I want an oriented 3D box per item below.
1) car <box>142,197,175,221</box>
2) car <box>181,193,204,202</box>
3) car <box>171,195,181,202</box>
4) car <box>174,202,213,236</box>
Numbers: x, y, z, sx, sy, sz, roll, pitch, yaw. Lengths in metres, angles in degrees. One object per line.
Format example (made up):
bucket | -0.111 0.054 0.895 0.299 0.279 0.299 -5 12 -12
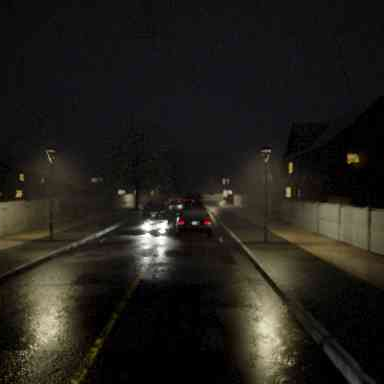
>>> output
car | -2.723 1.386 25.905 2.128 1.511 4.902 0 0 0
car | 0.141 1.073 38.154 2.150 2.045 5.566 0 0 0
car | -2.692 1.278 53.753 1.882 1.535 5.008 0 0 0
car | 0.115 1.473 17.818 2.033 1.411 5.357 0 0 0
